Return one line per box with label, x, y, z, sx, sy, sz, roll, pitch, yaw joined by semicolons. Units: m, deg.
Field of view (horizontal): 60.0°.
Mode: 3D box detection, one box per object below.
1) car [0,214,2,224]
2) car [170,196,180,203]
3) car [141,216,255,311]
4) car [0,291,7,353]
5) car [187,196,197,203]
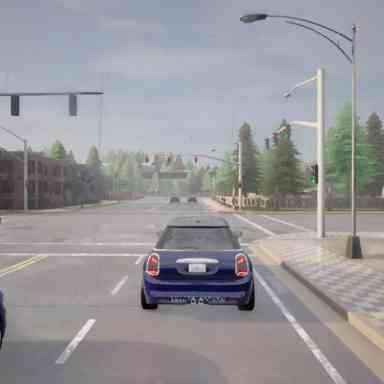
car;-14.468;1.477;20.596;5.008;1.535;1.882;0;0;0
car;-3.433;1.502;68.244;1.837;1.490;4.892;0;0;0
car;0.162;1.352;7.953;2.097;1.767;4.553;0;0;2
car;-3.440;1.478;2.501;1.882;1.535;5.008;0;0;0
car;0.067;1.502;68.241;1.837;1.490;4.892;0;0;0
